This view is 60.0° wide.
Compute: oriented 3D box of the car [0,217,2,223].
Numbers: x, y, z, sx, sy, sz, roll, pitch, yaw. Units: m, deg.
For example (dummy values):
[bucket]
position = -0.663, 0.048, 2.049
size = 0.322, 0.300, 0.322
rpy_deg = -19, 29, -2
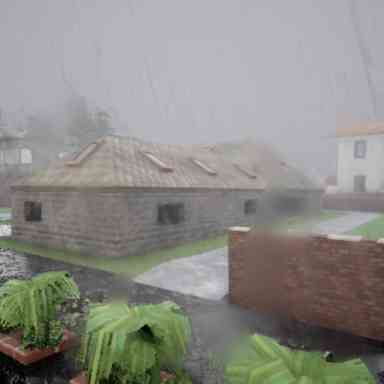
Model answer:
[car]
position = -10.626, 1.221, 14.903
size = 2.033, 1.415, 5.357
rpy_deg = 1, 0, -4
